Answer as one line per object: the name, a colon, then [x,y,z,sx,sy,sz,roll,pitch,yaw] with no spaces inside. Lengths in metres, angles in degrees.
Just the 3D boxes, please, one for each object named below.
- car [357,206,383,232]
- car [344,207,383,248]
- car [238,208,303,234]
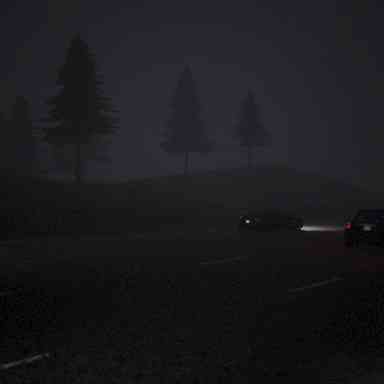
car: [12.780,1.676,21.494,4.674,1.442,1.812,0,0,-36]
car: [8.533,1.451,14.152,4.553,1.767,2.097,0,0,-36]
car: [4.803,1.667,20.091,4.181,1.385,1.994,0,0,-36]
